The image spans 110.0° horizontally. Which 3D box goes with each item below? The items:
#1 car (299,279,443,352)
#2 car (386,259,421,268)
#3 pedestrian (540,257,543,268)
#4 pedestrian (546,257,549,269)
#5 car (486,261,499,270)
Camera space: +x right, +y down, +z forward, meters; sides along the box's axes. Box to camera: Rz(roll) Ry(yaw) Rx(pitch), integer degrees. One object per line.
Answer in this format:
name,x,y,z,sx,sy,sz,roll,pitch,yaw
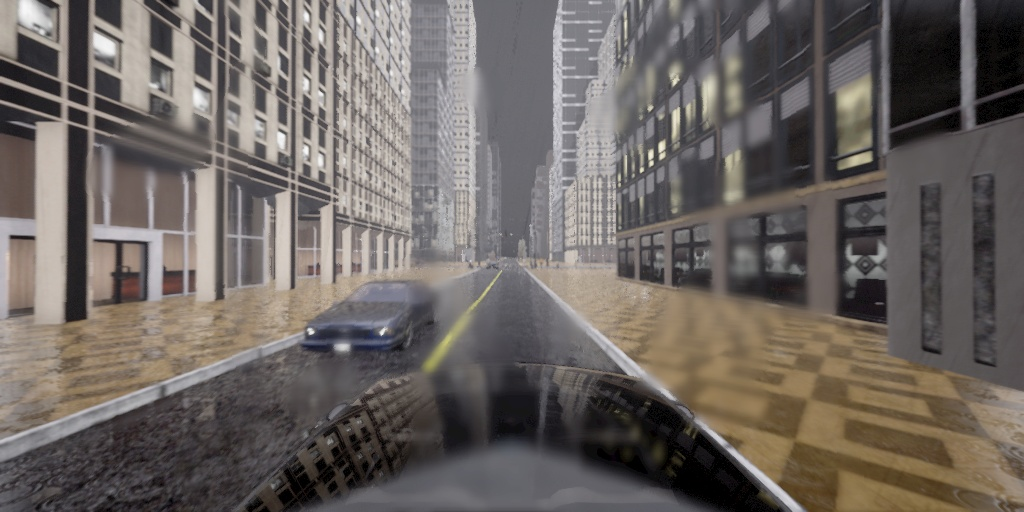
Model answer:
car,-3.096,1.315,9.254,2.033,1.411,5.357,0,0,0
car,-18.877,1.293,62.205,4.829,1.417,1.751,0,0,-1
pedestrian,4.654,1.034,56.567,0.375,1.860,0.375,0,0,0
pedestrian,5.655,1.093,57.167,0.375,1.860,0.375,0,0,0
car,-2.981,1.442,56.172,2.033,1.411,5.357,0,0,0
